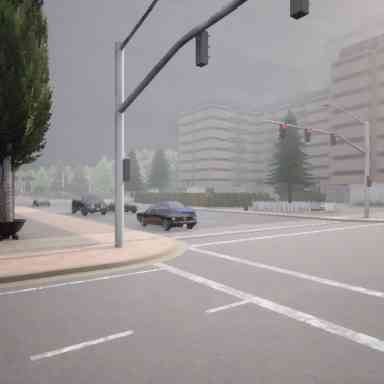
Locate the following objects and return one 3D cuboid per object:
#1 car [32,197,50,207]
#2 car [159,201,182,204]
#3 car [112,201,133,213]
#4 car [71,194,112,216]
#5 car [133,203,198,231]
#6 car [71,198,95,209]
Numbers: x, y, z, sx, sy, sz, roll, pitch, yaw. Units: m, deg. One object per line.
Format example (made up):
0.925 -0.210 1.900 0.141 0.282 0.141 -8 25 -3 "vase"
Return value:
-22.853 1.527 50.406 1.812 1.442 4.674 0 0 -36 "car"
-1.630 1.478 26.809 1.882 1.535 5.008 0 0 -36 "car"
-7.458 1.601 34.888 1.895 1.301 4.718 0 0 -36 "car"
-10.206 1.218 32.713 2.150 2.045 5.566 0 0 -36 "car"
-1.658 1.601 20.816 1.895 1.301 4.718 0 0 -35 "car"
-14.791 1.526 45.092 1.812 1.442 4.674 0 0 -36 "car"
